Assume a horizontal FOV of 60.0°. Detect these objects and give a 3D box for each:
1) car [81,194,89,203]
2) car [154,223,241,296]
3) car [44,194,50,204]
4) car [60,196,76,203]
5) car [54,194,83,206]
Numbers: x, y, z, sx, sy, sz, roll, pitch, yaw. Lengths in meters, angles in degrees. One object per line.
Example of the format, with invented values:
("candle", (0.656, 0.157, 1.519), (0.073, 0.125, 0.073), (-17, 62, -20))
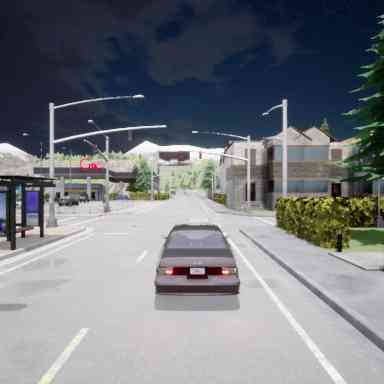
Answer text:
("car", (-22.590, 1.268, 68.904), (1.905, 1.878, 3.866), (0, 0, 0))
("car", (0.105, 1.547, 8.828), (2.033, 1.411, 5.357), (0, 0, 0))
("car", (-25.859, 1.289, 61.029), (1.932, 1.855, 4.605), (0, 0, 0))
("car", (-25.916, 1.552, 69.508), (1.970, 1.475, 3.806), (0, 0, 0))
("car", (-18.896, 1.490, 51.033), (2.007, 1.523, 4.514), (0, 0, 0))
